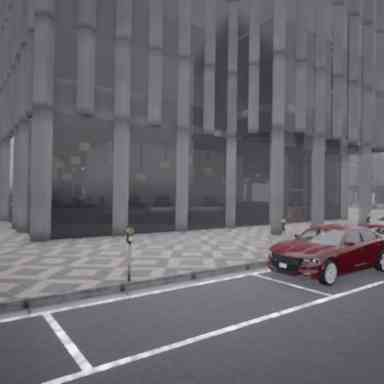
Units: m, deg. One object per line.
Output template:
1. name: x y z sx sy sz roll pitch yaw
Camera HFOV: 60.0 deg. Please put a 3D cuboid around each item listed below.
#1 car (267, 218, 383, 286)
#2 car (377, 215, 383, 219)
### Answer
1. car: 4.131 1.631 9.705 4.507 1.381 1.887 1 0 -36
2. car: 8.712 1.457 12.972 5.009 1.841 2.192 1 0 -36
